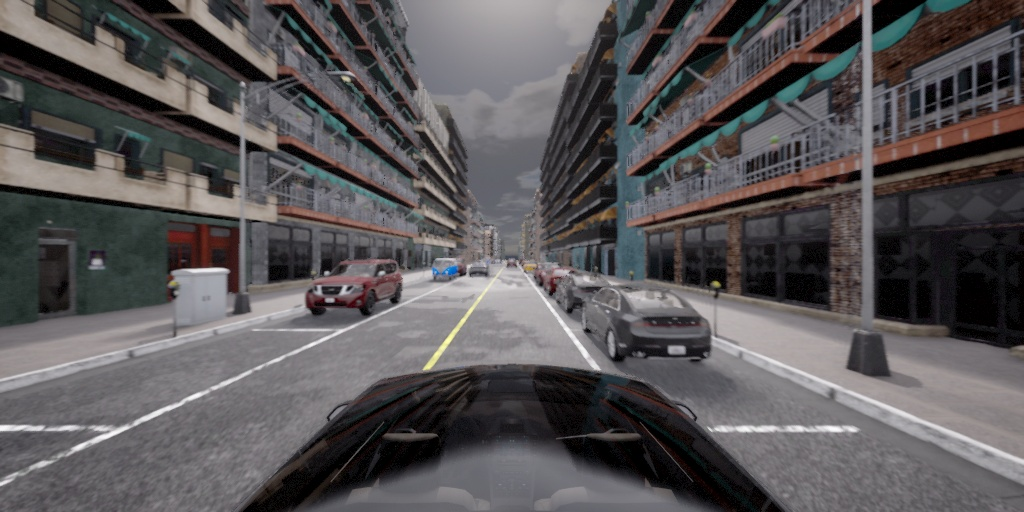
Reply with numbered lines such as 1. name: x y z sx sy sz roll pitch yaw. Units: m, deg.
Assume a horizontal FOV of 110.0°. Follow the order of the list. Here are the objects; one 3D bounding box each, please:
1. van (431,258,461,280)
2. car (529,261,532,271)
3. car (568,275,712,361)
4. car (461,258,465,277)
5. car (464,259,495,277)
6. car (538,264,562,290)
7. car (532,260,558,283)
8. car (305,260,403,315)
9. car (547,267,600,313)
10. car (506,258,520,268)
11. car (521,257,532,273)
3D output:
1. van: -5.704 1.096 30.703 1.690 1.789 3.998 0 0 0
2. car: 2.677 1.337 30.685 1.802 1.307 4.207 0 0 0
3. car: 2.687 1.301 8.037 2.007 1.370 4.403 0 0 0
4. car: -5.706 1.079 36.362 2.192 1.841 5.009 0 0 0
5. car: -3.111 1.310 35.264 2.033 1.411 5.357 0 0 0
6. car: 2.682 1.295 19.362 1.888 1.381 4.507 0 0 0
7. car: 2.679 1.192 25.022 1.967 1.591 4.097 0 0 0
8. car: -5.696 1.065 13.717 2.192 1.841 5.009 0 0 0
9. car: 2.685 1.301 13.700 2.007 1.370 4.403 0 0 0
10. car: -0.028 1.345 62.038 1.812 1.442 4.674 0 0 0
11. car: 2.331 1.235 43.823 1.801 1.575 5.366 0 0 0
